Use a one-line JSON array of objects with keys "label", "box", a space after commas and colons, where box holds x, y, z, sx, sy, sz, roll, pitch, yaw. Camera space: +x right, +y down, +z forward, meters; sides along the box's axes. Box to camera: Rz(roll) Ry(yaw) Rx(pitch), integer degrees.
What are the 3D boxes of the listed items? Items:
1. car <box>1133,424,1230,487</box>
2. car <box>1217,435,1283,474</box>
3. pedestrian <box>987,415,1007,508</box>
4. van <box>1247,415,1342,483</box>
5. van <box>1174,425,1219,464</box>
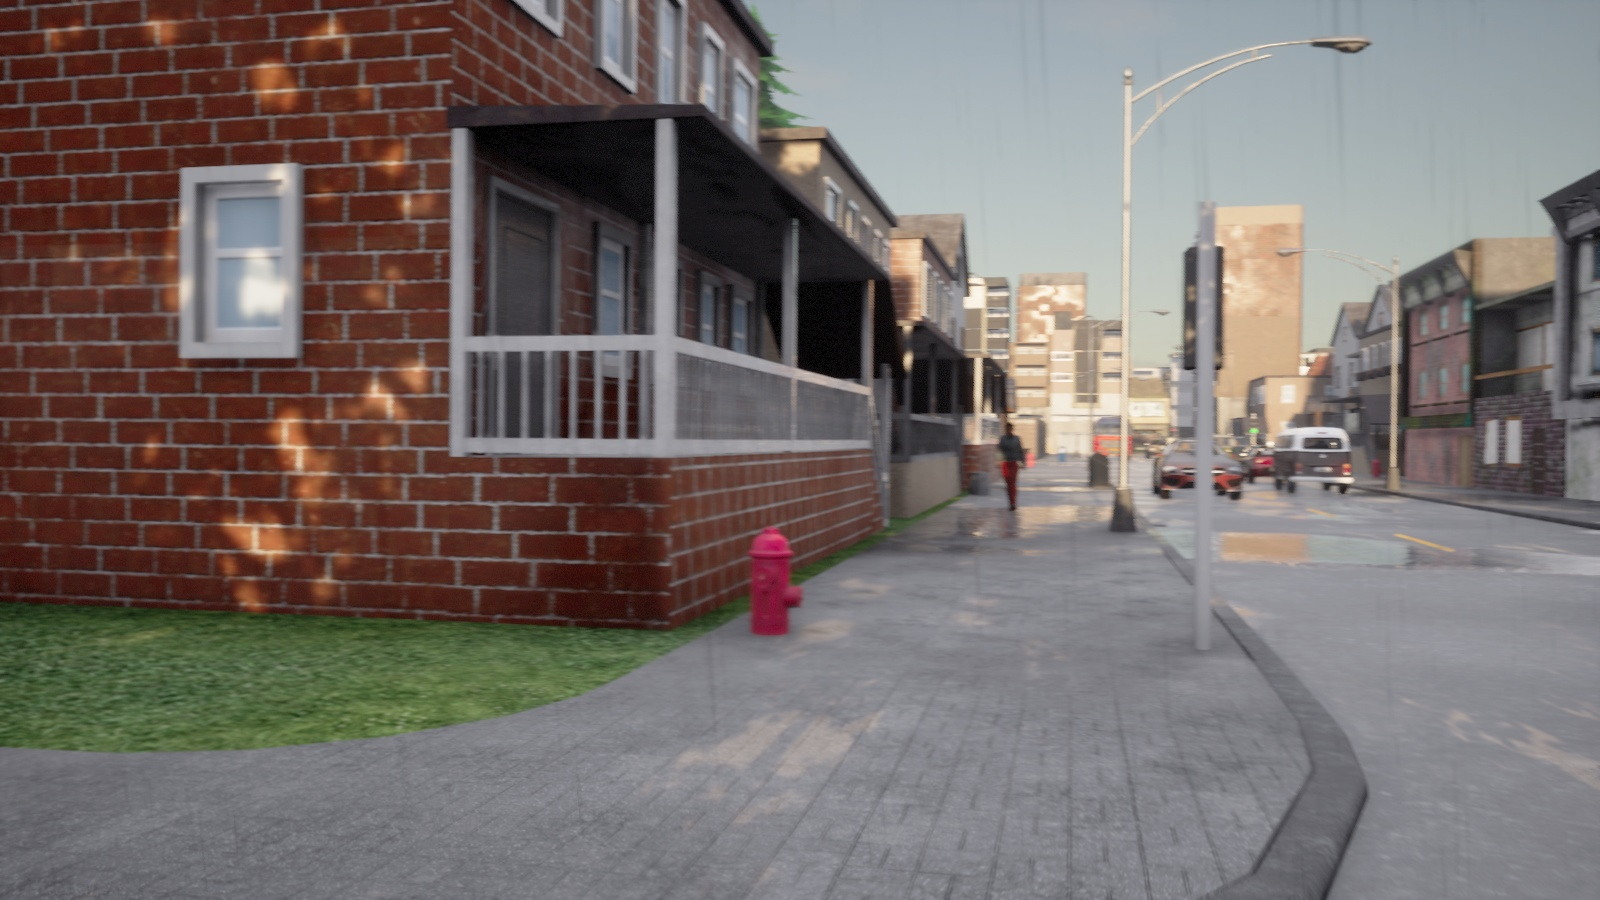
[{"label": "car", "box": [10.689, 0.118, 35.544, 2.152, 1.651, 5.027, -1, 1, 11]}, {"label": "car", "box": [17.471, 0.146, 48.931, 1.816, 1.474, 4.193, -1, 1, 11]}, {"label": "pedestrian", "box": [3.980, 0.226, 25.319, 0.353, 1.847, 0.614, -1, 1, 11]}, {"label": "van", "box": [15.681, -0.040, 40.072, 2.069, 2.038, 4.480, -1, 1, 11]}, {"label": "van", "box": [21.115, -0.327, 66.993, 1.775, 1.987, 4.442, -1, 1, 11]}]
